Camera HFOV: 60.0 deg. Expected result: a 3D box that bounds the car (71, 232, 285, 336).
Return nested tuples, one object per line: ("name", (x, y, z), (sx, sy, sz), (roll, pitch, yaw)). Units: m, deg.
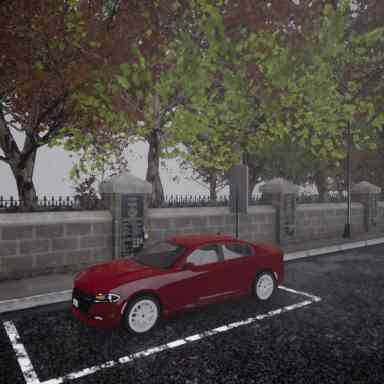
("car", (-0.052, 1.545, 6.681), (4.507, 1.381, 1.887), (0, 0, -36))
